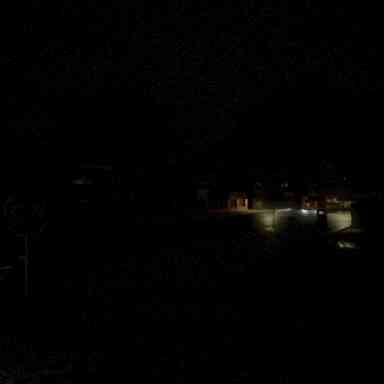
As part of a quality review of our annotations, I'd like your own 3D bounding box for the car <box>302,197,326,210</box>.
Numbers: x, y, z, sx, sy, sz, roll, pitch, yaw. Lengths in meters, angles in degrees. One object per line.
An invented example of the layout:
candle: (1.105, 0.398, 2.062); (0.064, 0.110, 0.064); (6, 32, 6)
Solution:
car: (16.550, 1.444, 45.101); (2.097, 1.767, 4.553); (-1, 0, 36)
